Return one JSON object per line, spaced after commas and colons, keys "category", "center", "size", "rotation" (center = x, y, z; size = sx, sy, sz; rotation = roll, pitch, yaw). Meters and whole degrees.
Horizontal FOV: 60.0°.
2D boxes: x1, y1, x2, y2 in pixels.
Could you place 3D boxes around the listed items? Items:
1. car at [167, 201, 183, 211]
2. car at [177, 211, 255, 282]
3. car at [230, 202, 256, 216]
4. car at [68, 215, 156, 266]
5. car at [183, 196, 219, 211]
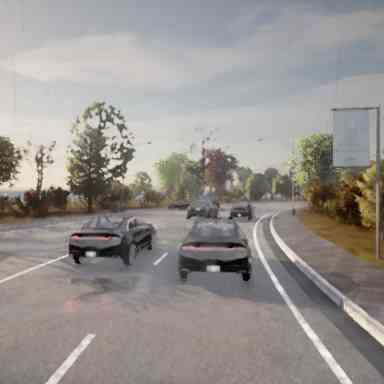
{"category": "car", "center": [-1.583, 1.821, 44.745], "size": [1.895, 1.301, 4.718], "rotation": [0, 0, 22]}
{"category": "car", "center": [0.729, 1.548, 10.029], "size": [2.128, 1.511, 4.902], "rotation": [0, 0, 6]}
{"category": "car", "center": [4.628, 1.676, 30.062], "size": [1.837, 1.490, 4.892], "rotation": [0, 0, 16]}
{"category": "car", "center": [-2.581, 1.552, 11.826], "size": [2.128, 1.511, 4.902], "rotation": [0, 0, 7]}
{"category": "car", "center": [1.061, 1.513, 30.279], "size": [2.097, 1.767, 4.553], "rotation": [0, 0, 15]}
